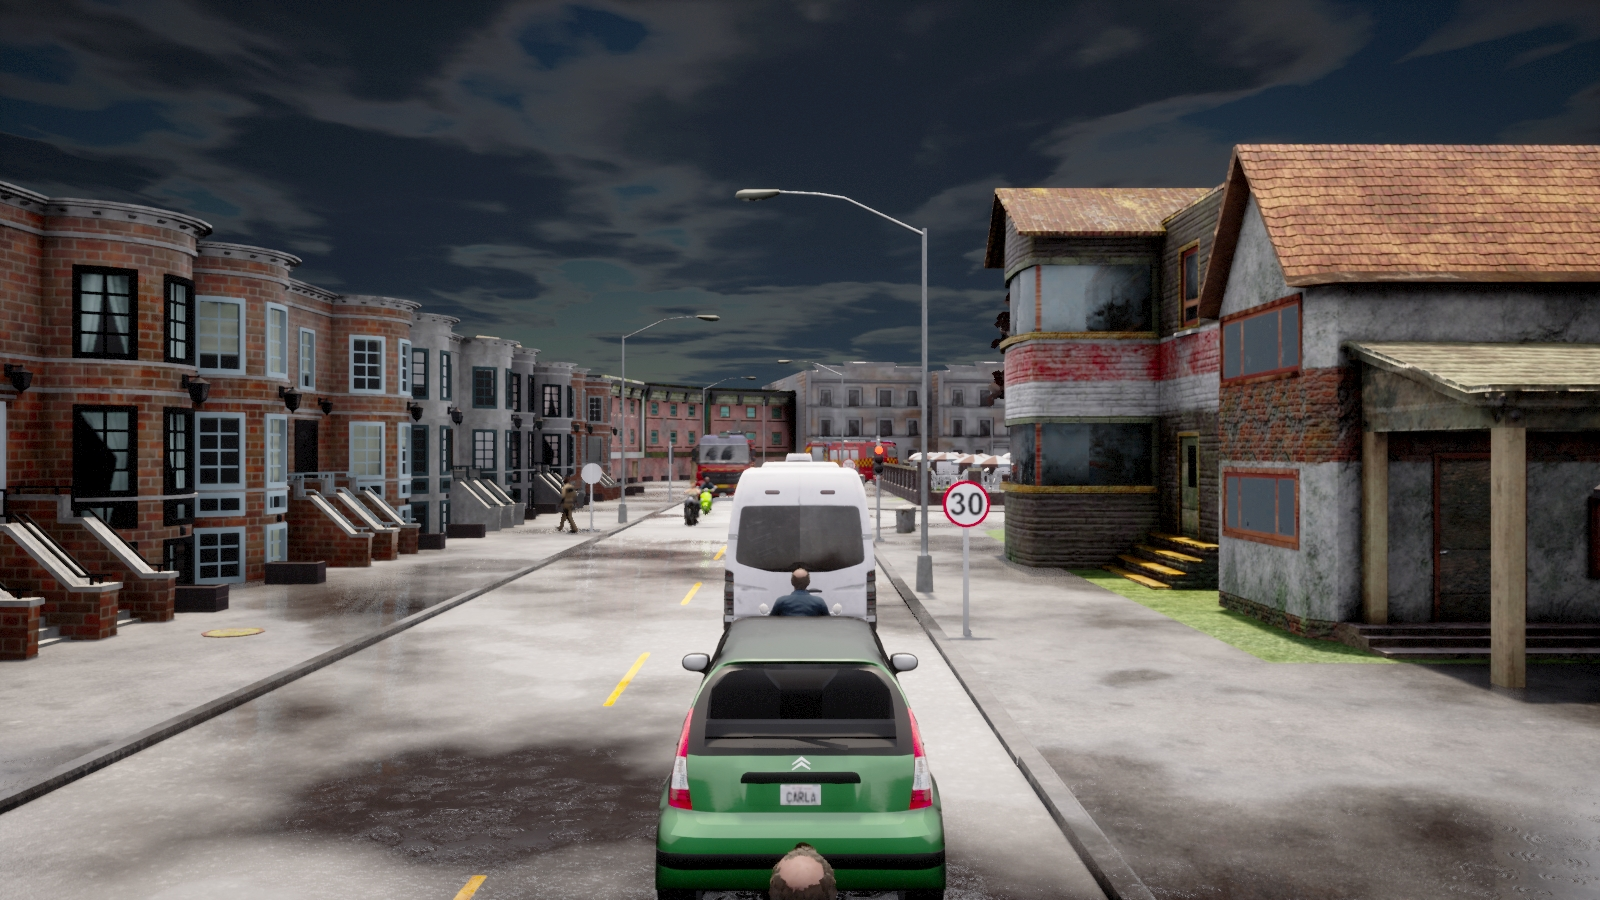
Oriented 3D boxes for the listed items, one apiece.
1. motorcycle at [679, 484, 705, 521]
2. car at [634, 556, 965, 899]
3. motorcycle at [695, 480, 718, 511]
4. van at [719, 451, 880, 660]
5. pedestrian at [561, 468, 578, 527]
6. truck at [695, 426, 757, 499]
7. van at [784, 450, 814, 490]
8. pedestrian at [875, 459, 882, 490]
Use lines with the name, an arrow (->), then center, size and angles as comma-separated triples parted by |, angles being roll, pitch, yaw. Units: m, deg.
motorcycle -> -4.002, 1.934, 42.406 | 0.764, 1.277, 2.356 | 0, 0, 0
car -> -0.003, 1.776, 8.385 | 1.851, 1.617, 3.988 | 0, 0, 0
motorcycle -> -4.004, 1.944, 49.198 | 0.856, 1.236, 1.805 | 0, 0, 0
van -> -0.006, 1.308, 17.043 | 1.988, 2.561, 5.915 | 0, 0, 0
pedestrian -> -7.376, 1.512, 36.569 | 0.375, 1.860, 0.375 | 0, 0, 28
truck -> -4.023, 0.647, 63.670 | 2.891, 3.827, 8.468 | 0, 0, 0
van -> -0.059, 1.286, 76.777 | 1.988, 2.561, 5.915 | 0, 0, 0
pedestrian -> 4.766, 1.499, 69.627 | 0.375, 1.860, 0.375 | 0, 0, 0
